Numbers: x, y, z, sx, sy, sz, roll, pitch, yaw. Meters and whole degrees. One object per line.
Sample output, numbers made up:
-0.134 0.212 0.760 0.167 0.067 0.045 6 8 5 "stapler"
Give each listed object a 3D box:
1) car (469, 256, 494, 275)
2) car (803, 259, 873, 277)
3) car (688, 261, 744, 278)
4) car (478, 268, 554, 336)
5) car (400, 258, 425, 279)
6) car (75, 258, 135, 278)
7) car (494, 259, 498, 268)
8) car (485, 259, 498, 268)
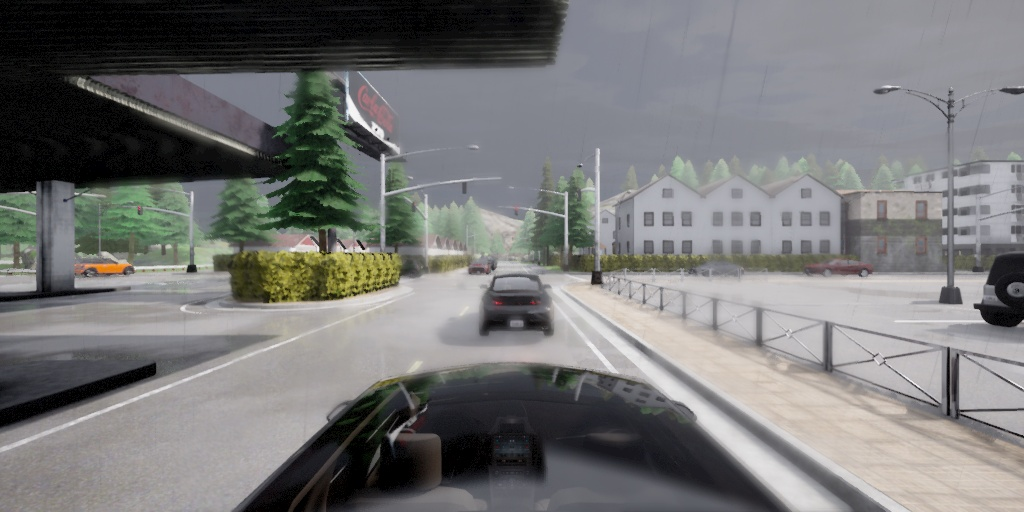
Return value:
-3.417 1.085 38.634 2.097 1.767 4.553 0 0 0 "car"
27.958 1.023 30.828 5.008 1.535 1.882 0 0 0 "car"
17.494 1.109 30.818 4.181 1.385 1.994 0 0 0 "car"
0.116 1.251 10.347 1.837 1.490 4.892 0 0 0 "car"
-9.856 0.960 30.792 4.553 1.767 2.097 3 0 0 "car"
-37.185 0.973 32.427 2.097 1.767 4.553 0 0 0 "car"
-3.394 0.950 48.873 2.150 2.045 5.566 0 0 0 "car"
-3.371 1.229 59.103 1.837 1.490 4.892 0 0 0 "car"
